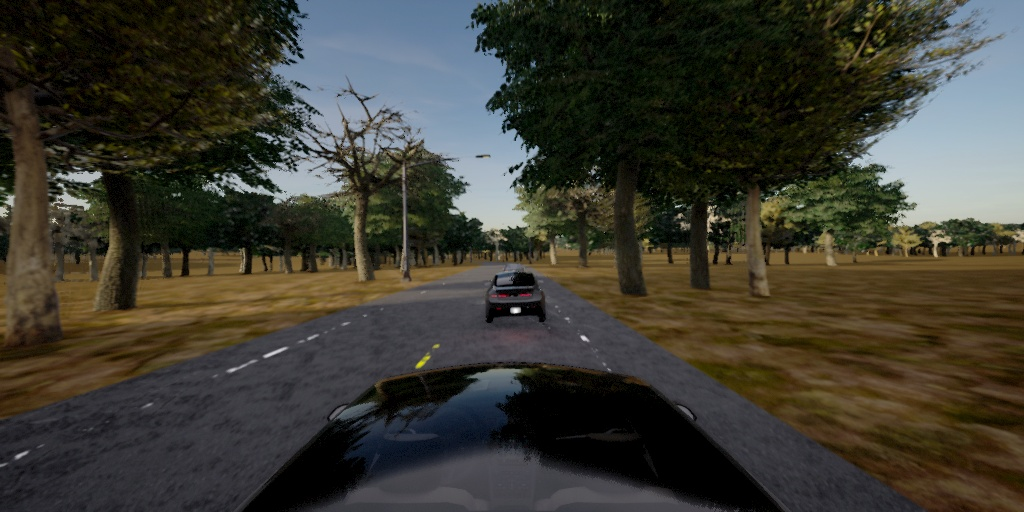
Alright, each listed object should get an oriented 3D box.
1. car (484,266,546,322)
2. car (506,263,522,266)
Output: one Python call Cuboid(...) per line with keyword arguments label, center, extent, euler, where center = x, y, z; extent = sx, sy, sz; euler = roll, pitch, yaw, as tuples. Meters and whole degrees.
Cuboid(label="car", center=(0.096, 1.281, 12.549), extent=(1.837, 1.490, 4.892), euler=(-2, 0, 0))
Cuboid(label="car", center=(0.171, 1.330, 31.213), extent=(2.033, 1.411, 5.357), euler=(-1, 0, 0))
